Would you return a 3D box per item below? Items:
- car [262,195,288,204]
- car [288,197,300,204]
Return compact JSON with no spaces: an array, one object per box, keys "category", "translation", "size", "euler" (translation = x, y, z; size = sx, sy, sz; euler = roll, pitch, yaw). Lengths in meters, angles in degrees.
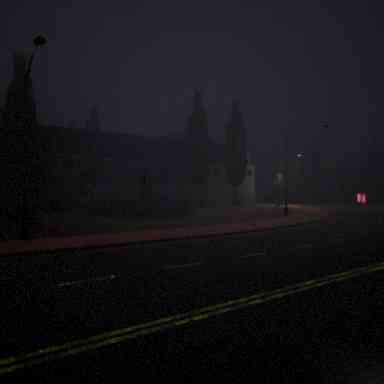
[{"category":"car","translation":[15.559,1.404,63.760],"size":[2.097,1.767,4.553],"euler":[0,0,-25]},{"category":"car","translation":[18.753,1.602,65.192],"size":[2.033,1.411,5.357],"euler":[0,0,-25]}]
